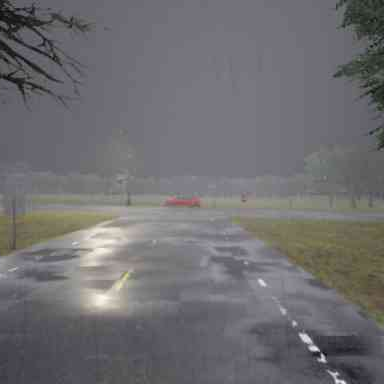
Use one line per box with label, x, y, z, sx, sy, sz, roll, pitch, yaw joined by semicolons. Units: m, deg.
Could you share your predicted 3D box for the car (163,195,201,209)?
car;-1.413;1.484;48.614;5.566;2.045;2.150;1;0;0
